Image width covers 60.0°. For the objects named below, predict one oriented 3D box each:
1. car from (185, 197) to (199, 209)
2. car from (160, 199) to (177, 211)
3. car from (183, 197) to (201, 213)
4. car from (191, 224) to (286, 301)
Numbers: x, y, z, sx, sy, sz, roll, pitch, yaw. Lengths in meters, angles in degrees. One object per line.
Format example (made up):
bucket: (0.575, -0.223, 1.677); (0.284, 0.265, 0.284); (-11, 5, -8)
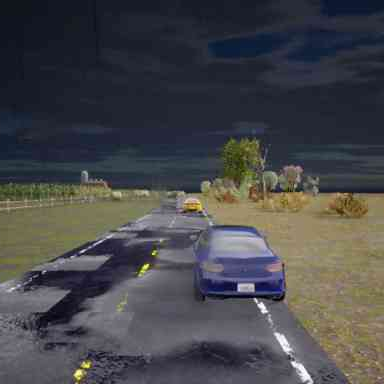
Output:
car: (-0.041, 1.467, 47.244); (1.882, 1.535, 5.008); (0, 0, 1)
car: (-2.809, 1.538, 41.389); (2.033, 1.411, 5.357); (0, 0, 0)
car: (0.026, 1.469, 37.064); (1.882, 1.535, 5.008); (0, 0, 0)
car: (0.951, 1.524, 8.174); (1.812, 1.442, 4.674); (0, 0, 0)
